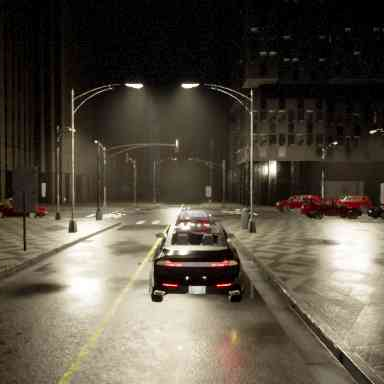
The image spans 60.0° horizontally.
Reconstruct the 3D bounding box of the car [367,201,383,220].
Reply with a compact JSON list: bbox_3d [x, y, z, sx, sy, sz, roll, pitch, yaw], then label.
[{"bbox_3d":[17.715,1.741,29.165,4.313,1.339,1.947,0,1,0],"label":"car"}]

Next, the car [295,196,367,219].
[{"bbox_3d":[12.072,1.462,29.135,5.009,1.841,2.192,0,1,0],"label":"car"}]

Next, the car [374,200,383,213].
[{"bbox_3d":[23.327,1.632,37.715,4.313,1.339,1.947,0,1,0],"label":"car"}]

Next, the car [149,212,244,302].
[{"bbox_3d":[0.086,1.490,8.213,2.128,1.511,4.902,0,0,0],"label":"car"}]

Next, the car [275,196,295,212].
[{"bbox_3d":[12.042,1.324,37.659,5.009,1.841,2.192,0,1,0],"label":"car"}]

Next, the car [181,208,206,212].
[{"bbox_3d":[0.071,1.550,17.922,2.033,1.411,5.357,0,0,0],"label":"car"}]

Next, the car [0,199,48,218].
[{"bbox_3d":[-14.969,1.567,29.009,4.507,1.381,1.887,0,1,0],"label":"car"}]

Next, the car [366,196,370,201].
[{"bbox_3d":[17.686,1.352,37.686,5.009,1.841,2.192,0,1,0],"label":"car"}]
